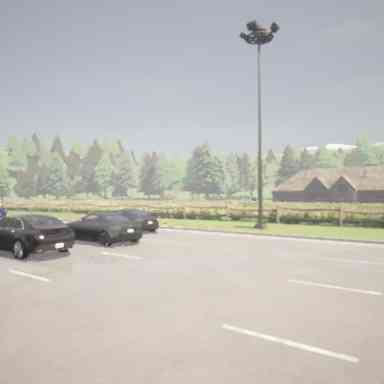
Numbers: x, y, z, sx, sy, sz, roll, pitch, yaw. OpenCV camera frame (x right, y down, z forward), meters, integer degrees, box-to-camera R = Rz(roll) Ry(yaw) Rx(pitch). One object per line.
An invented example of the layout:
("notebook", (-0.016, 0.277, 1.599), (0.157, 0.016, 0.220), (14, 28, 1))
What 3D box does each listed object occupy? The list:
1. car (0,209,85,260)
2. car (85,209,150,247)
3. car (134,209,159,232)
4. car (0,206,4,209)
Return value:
("car", (-6.583, 1.614, 12.988), (4.892, 1.490, 1.837), (0, 0, 35))
("car", (-4.312, 1.669, 15.667), (4.181, 1.385, 1.994), (0, 0, 36))
("car", (-3.961, 1.687, 19.715), (4.181, 1.385, 1.994), (-1, 0, 36))
("car", (-18.467, 1.797, 30.062), (4.674, 1.442, 1.812), (0, 0, 36))
